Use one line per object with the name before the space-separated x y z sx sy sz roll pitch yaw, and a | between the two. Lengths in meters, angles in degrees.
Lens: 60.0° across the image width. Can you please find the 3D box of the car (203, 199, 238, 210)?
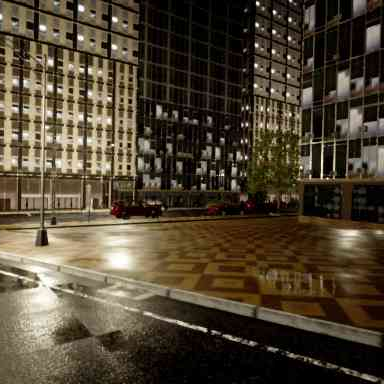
car | 4.123 1.781 47.589 4.829 1.417 1.752 1 1 -34

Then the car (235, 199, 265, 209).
car | 8.935 1.869 50.896 4.313 1.339 1.947 1 1 -34

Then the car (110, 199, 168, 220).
car | -5.287 1.642 31.556 5.009 1.841 2.192 1 1 -34

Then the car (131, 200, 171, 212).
car | -5.081 1.716 41.264 4.403 1.369 2.008 1 1 -34

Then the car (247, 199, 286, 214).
car | 8.729 1.780 41.187 5.009 1.841 2.192 1 1 -34

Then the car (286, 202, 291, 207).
car | 13.607 1.932 54.107 4.206 1.307 1.802 1 1 -34

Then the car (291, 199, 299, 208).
car | 18.279 1.962 57.318 4.313 1.339 1.947 1 1 -34

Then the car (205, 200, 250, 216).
car | 4.051 1.963 37.981 4.507 1.381 1.887 1 1 -34
